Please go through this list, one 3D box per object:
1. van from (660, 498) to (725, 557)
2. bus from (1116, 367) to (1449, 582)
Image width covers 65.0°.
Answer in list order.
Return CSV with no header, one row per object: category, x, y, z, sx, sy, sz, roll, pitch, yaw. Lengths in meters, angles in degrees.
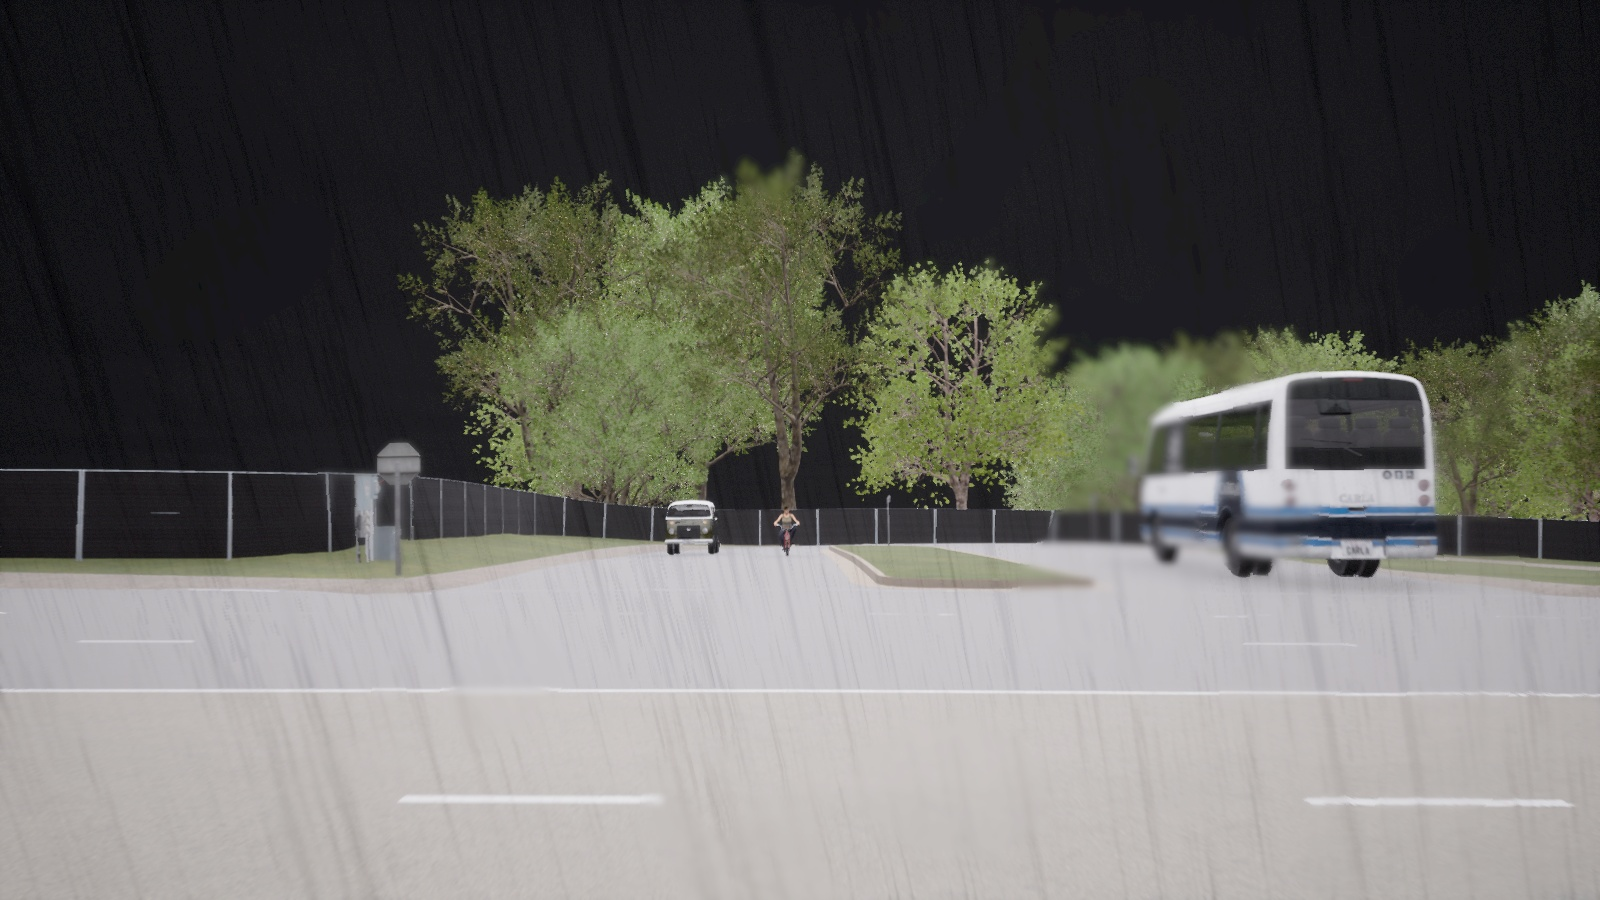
van,-4.012,2.936,47.336,2.069,2.038,4.480,-1,-4,-1
bus,10.908,0.667,30.182,3.944,4.253,10.273,-1,-2,0
